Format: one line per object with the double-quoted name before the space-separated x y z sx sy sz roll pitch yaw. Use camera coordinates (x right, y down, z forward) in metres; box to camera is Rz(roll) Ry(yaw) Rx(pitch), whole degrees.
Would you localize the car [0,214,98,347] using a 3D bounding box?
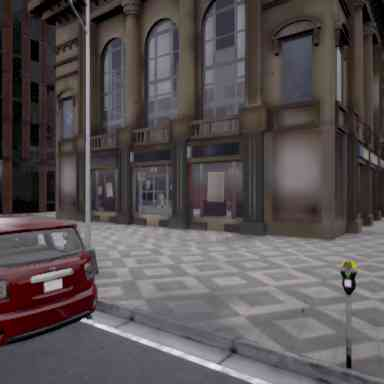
"car" -3.771 1.315 5.770 5.009 1.841 2.192 0 0 36
